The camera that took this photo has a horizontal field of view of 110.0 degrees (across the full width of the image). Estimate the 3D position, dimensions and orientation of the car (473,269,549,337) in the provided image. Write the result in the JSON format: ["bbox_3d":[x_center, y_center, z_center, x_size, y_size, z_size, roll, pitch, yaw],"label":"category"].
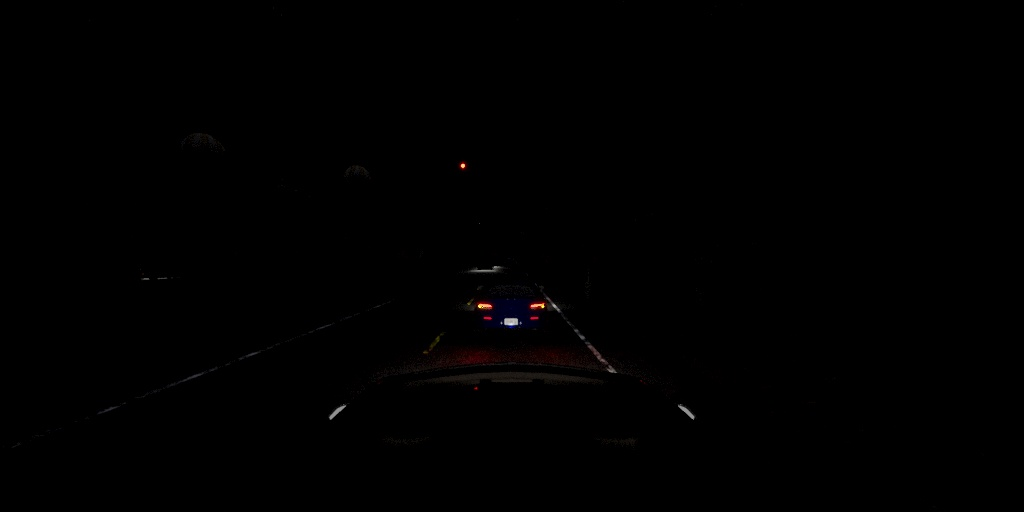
[{"bbox_3d":[-0.030,1.274,10.165,1.812,1.442,4.674,0,0,0],"label":"car"}]

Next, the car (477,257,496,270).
[{"bbox_3d":[-3.794,1.274,50.814,1.994,1.385,4.181,0,0,0],"label":"car"}]

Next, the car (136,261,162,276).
[{"bbox_3d":[-30.438,1.042,28.352,4.181,1.385,1.994,1,0,-1],"label":"car"}]
